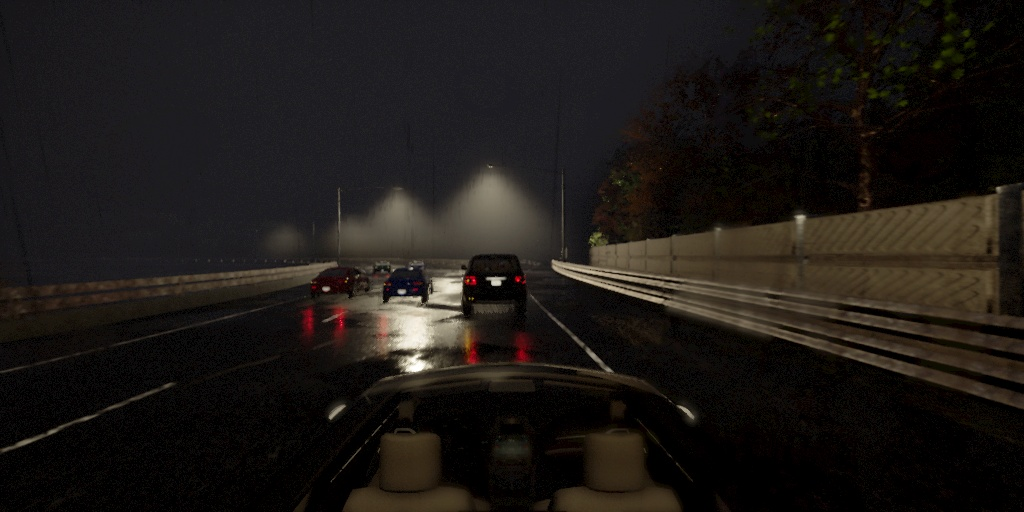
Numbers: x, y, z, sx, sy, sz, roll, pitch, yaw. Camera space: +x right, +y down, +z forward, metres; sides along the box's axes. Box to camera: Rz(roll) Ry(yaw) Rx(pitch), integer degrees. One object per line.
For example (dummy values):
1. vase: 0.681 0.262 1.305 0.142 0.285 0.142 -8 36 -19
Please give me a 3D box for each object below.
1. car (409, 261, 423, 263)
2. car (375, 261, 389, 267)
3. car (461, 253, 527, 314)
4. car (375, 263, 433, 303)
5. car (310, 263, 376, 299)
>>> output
1. car: -10.687 1.250 39.772 1.895 1.301 4.718 0 0 -20
2. car: -14.773 1.266 40.690 1.895 1.301 4.718 0 0 -22
3. car: -0.772 0.926 13.826 2.150 2.045 5.566 0 0 -6
4. car: -4.691 1.239 16.510 1.812 1.442 4.674 0 0 -8
5. car: -8.409 1.252 17.835 1.812 1.442 4.674 0 0 -9
